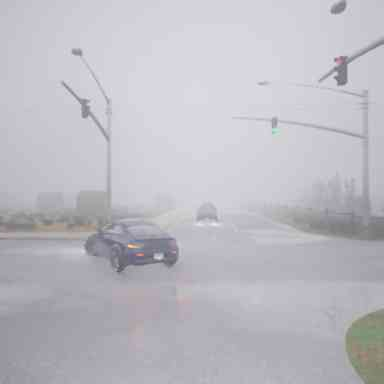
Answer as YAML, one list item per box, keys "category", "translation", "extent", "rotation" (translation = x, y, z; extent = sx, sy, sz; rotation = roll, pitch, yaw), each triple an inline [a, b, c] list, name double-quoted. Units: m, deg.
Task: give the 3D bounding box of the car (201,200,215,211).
- category: "car"
  translation: [2.392, 1.983, 49.921]
  extent: [2.033, 1.411, 5.357]
  rotation: [0, -1, 3]

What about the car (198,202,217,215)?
- category: "car"
  translation: [1.840, 1.884, 39.411]
  extent: [2.033, 1.411, 5.357]
  rotation: [0, -1, 3]

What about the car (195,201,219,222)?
- category: "car"
  translation: [1.344, 1.789, 29.262]
  extent: [2.033, 1.411, 5.357]
  rotation: [0, -1, 3]

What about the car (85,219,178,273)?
- category: "car"
  translation: [-2.108, 1.632, 11.193]
  extent: [1.812, 1.442, 4.674]
  rotation: [1, -1, -31]
